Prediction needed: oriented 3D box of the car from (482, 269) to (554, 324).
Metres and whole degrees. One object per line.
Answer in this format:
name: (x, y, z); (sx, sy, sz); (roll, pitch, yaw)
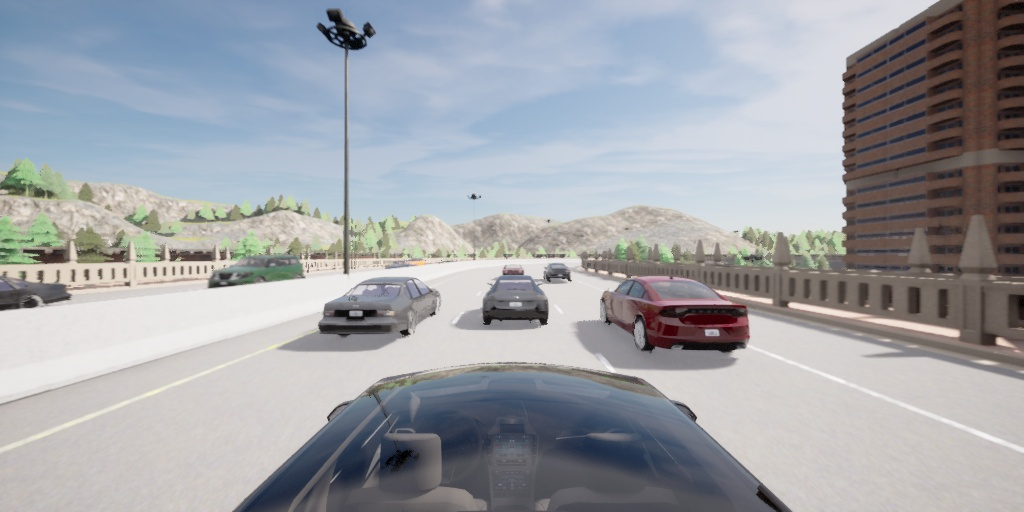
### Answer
car: (0.103, 1.315, 11.980); (1.994, 1.385, 4.181); (0, 0, 0)

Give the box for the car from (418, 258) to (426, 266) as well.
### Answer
car: (-15.991, 1.102, 59.433); (2.097, 1.767, 4.553); (0, 0, 9)

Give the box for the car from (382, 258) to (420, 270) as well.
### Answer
car: (-10.572, 1.243, 33.487); (2.128, 1.511, 4.902); (0, 0, 0)

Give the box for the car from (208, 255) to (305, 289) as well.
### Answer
car: (-14.093, 0.972, 20.273); (2.150, 2.045, 5.566); (0, 0, 0)

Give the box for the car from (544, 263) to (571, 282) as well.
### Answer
car: (3.606, 1.277, 29.057); (1.812, 1.442, 4.674); (0, 0, 0)

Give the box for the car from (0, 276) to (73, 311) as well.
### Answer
car: (-17.596, 1.297, 11.128); (2.033, 1.411, 5.357); (0, 0, 0)

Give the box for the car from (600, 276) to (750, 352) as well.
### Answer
car: (3.601, 1.228, 8.925); (1.882, 1.535, 5.008); (0, 0, 0)

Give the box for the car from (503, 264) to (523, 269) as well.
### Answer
car: (0.105, 1.353, 31.871); (1.895, 1.301, 4.718); (0, 0, 0)

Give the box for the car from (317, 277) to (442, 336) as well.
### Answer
car: (-3.398, 1.298, 10.315); (2.033, 1.411, 5.357); (0, 0, 0)
